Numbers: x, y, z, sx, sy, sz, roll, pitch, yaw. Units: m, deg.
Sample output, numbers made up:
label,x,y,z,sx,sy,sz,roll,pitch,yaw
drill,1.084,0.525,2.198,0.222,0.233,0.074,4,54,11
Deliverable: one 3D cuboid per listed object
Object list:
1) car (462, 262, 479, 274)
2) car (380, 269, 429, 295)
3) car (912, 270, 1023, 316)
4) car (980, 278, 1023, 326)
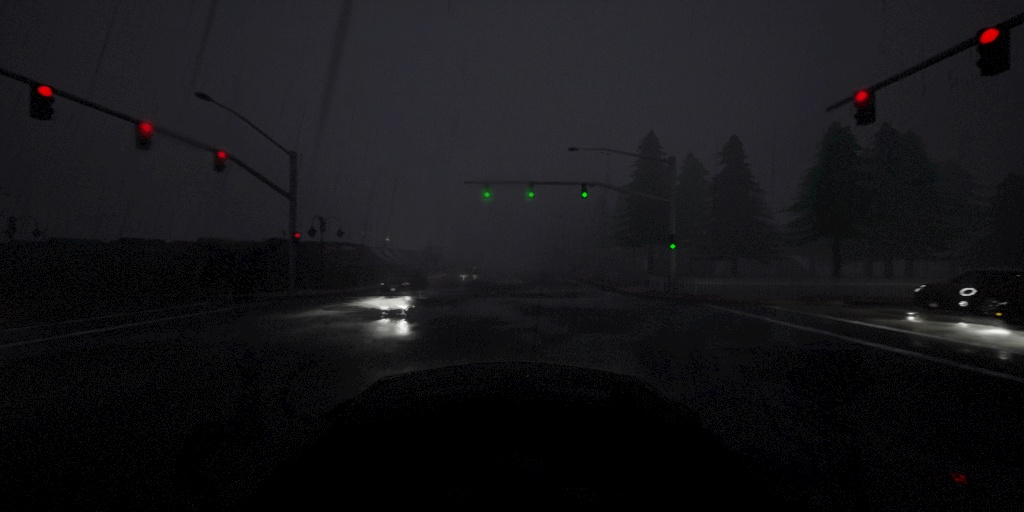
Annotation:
label,x,y,z,sx,sy,sz,roll,pitch,yaw
car,-6.059,1.731,52.709,2.097,1.767,4.553,0,-1,1
car,-6.442,1.551,21.949,2.128,1.511,4.902,0,0,1
car,18.422,1.310,13.712,4.553,1.767,2.097,0,-1,2
car,16.942,1.472,10.263,4.181,1.385,1.994,0,-1,2
